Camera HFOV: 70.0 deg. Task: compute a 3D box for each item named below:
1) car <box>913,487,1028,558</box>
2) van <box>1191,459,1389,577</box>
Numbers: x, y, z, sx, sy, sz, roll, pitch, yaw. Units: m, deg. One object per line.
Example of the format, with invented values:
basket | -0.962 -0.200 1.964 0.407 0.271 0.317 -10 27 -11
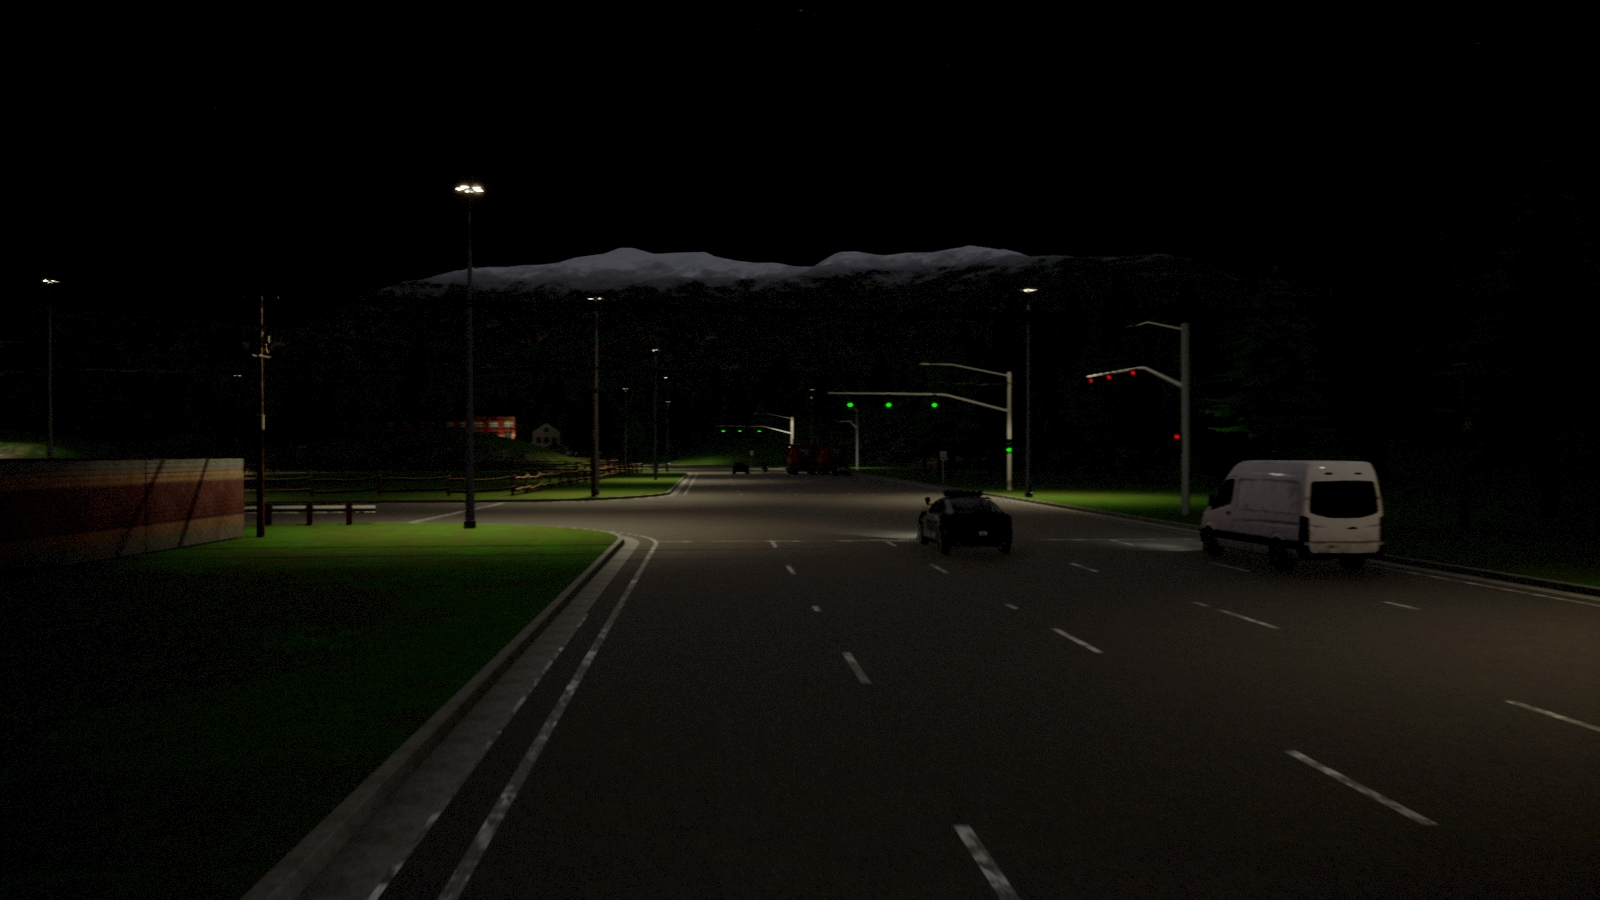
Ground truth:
car | 4.720 1.978 32.427 2.097 1.638 5.238 0 0 -4
van | 11.932 1.525 28.399 1.988 2.561 5.915 0 0 -4
